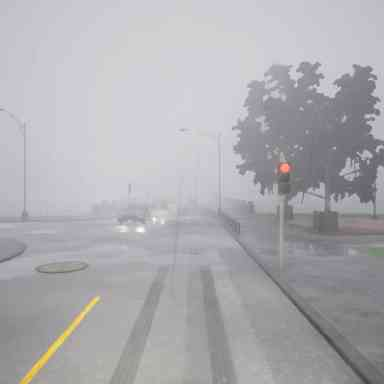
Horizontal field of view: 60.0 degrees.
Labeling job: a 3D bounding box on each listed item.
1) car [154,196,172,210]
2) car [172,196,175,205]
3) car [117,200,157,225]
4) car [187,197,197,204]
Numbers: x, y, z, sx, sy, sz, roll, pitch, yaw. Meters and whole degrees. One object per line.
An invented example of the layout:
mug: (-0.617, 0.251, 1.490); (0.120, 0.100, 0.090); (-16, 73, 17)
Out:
car: (-4.089, 1.490, 42.285); (2.128, 1.511, 4.902); (0, 0, 0)
car: (-4.061, 1.477, 59.147); (1.882, 1.535, 5.008); (0, 0, 0)
car: (-4.094, 1.548, 24.590); (2.033, 1.411, 5.357); (0, 0, 0)
car: (0.016, 1.547, 61.723); (2.033, 1.411, 5.357); (0, 0, 0)
